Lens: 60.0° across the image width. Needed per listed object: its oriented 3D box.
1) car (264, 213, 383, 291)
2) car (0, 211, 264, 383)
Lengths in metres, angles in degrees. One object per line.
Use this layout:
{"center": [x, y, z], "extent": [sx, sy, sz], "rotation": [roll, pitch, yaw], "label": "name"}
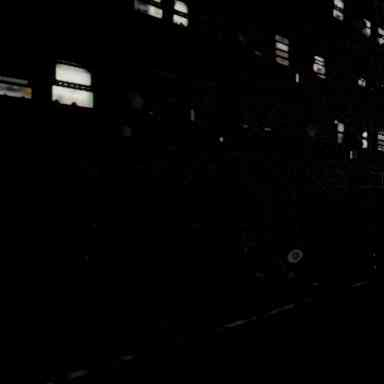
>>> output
{"center": [3.201, 1.399, 8.846], "extent": [4.097, 1.590, 1.967], "rotation": [0, 0, -36], "label": "car"}
{"center": [-1.385, 1.304, 5.569], "extent": [5.009, 1.841, 2.192], "rotation": [0, 0, -36], "label": "car"}
